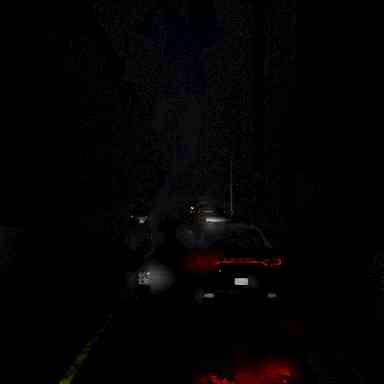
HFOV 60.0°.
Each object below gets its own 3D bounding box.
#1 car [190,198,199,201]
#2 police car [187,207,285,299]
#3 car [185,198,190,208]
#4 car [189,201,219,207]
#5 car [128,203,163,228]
[{"bbox_3d":[0.902,1.454,24.717,1.801,1.575,5.366,0,0,0],"label":"car"},{"bbox_3d":[0.900,1.425,8.637,1.930,1.638,5.238,0,0,0],"label":"police car"},{"bbox_3d":[0.033,1.559,47.280,1.994,1.385,4.181,0,0,1],"label":"car"},{"bbox_3d":[0.902,1.477,18.527,1.882,1.535,5.008,0,0,0],"label":"car"},{"bbox_3d":[-2.999,1.490,22.308,2.128,1.511,4.902,0,0,0],"label":"car"}]
